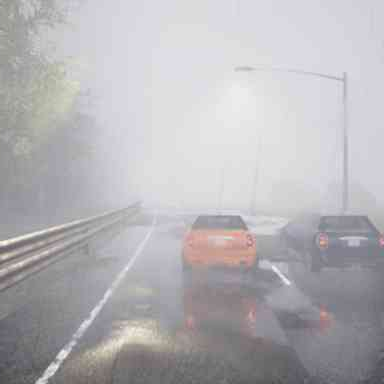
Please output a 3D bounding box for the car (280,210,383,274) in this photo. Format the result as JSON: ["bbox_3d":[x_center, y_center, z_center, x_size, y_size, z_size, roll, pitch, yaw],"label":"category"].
[{"bbox_3d":[4.336,1.367,10.848,2.097,1.767,4.553,0,0,2],"label":"car"}]

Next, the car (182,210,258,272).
[{"bbox_3d":[0.840,1.372,10.994,2.097,1.767,4.553,0,0,2],"label":"car"}]

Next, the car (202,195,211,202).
[{"bbox_3d":[3.461,1.477,78.960,2.097,1.767,4.553,0,0,2],"label":"car"}]
